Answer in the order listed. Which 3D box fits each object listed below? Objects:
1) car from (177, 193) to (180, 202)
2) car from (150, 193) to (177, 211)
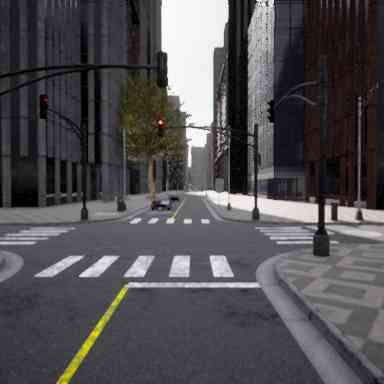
[{"bbox_3d":[-2.772,0.826,49.239,1.895,1.301,4.718,0,1,0],"label":"car"},{"bbox_3d":[-2.854,1.054,32.499,2.033,1.411,5.357,0,1,0],"label":"car"}]
